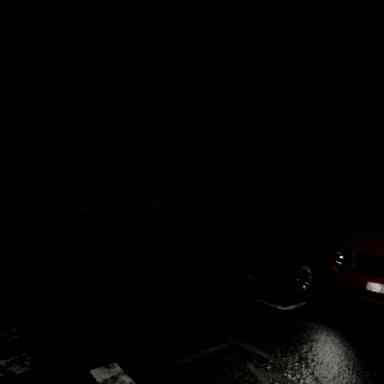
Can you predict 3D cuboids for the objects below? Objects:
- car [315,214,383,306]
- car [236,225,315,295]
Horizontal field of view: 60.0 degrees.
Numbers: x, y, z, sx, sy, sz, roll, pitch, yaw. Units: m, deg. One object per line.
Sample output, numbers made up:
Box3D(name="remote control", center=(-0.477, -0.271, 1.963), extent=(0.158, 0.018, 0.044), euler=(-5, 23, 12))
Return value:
Box3D(name="car", center=(5.279, 1.229, 7.128), extent=(5.566, 2.045, 2.150), euler=(0, 0, -36))
Box3D(name="car", center=(3.109, 1.573, 8.773), extent=(4.313, 1.339, 1.947), euler=(0, 0, -35))
